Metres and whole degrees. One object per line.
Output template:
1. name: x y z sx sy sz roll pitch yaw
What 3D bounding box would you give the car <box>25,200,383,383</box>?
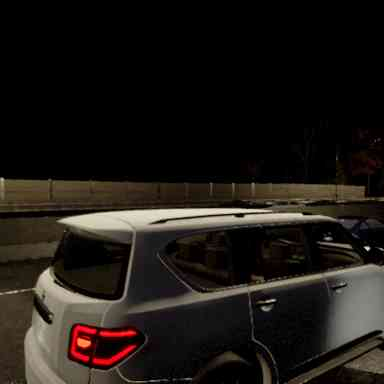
1. car: 0.904 1.223 4.390 5.566 2.045 2.150 0 0 -36

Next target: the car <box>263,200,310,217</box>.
1. car: 9.085 1.544 31.970 4.674 1.442 1.812 0 0 -35

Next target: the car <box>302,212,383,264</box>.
1. car: 6.274 1.570 12.523 4.181 1.385 1.994 0 0 -36

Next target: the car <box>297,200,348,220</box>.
1. car: 11.676 1.524 29.519 4.892 1.490 1.837 0 0 -35

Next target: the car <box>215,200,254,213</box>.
1. car: 4.797 1.582 37.508 4.181 1.385 1.994 0 0 -35
